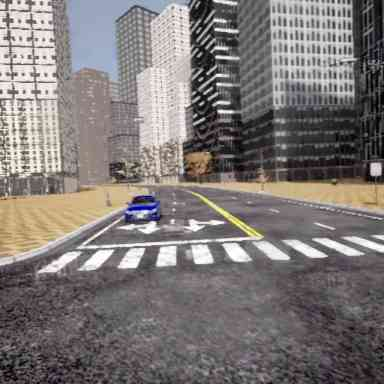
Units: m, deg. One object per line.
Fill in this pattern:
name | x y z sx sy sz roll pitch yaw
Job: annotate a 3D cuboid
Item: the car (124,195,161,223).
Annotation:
car | -2.828 0.918 19.759 1.812 1.442 4.674 -3 2 -3
